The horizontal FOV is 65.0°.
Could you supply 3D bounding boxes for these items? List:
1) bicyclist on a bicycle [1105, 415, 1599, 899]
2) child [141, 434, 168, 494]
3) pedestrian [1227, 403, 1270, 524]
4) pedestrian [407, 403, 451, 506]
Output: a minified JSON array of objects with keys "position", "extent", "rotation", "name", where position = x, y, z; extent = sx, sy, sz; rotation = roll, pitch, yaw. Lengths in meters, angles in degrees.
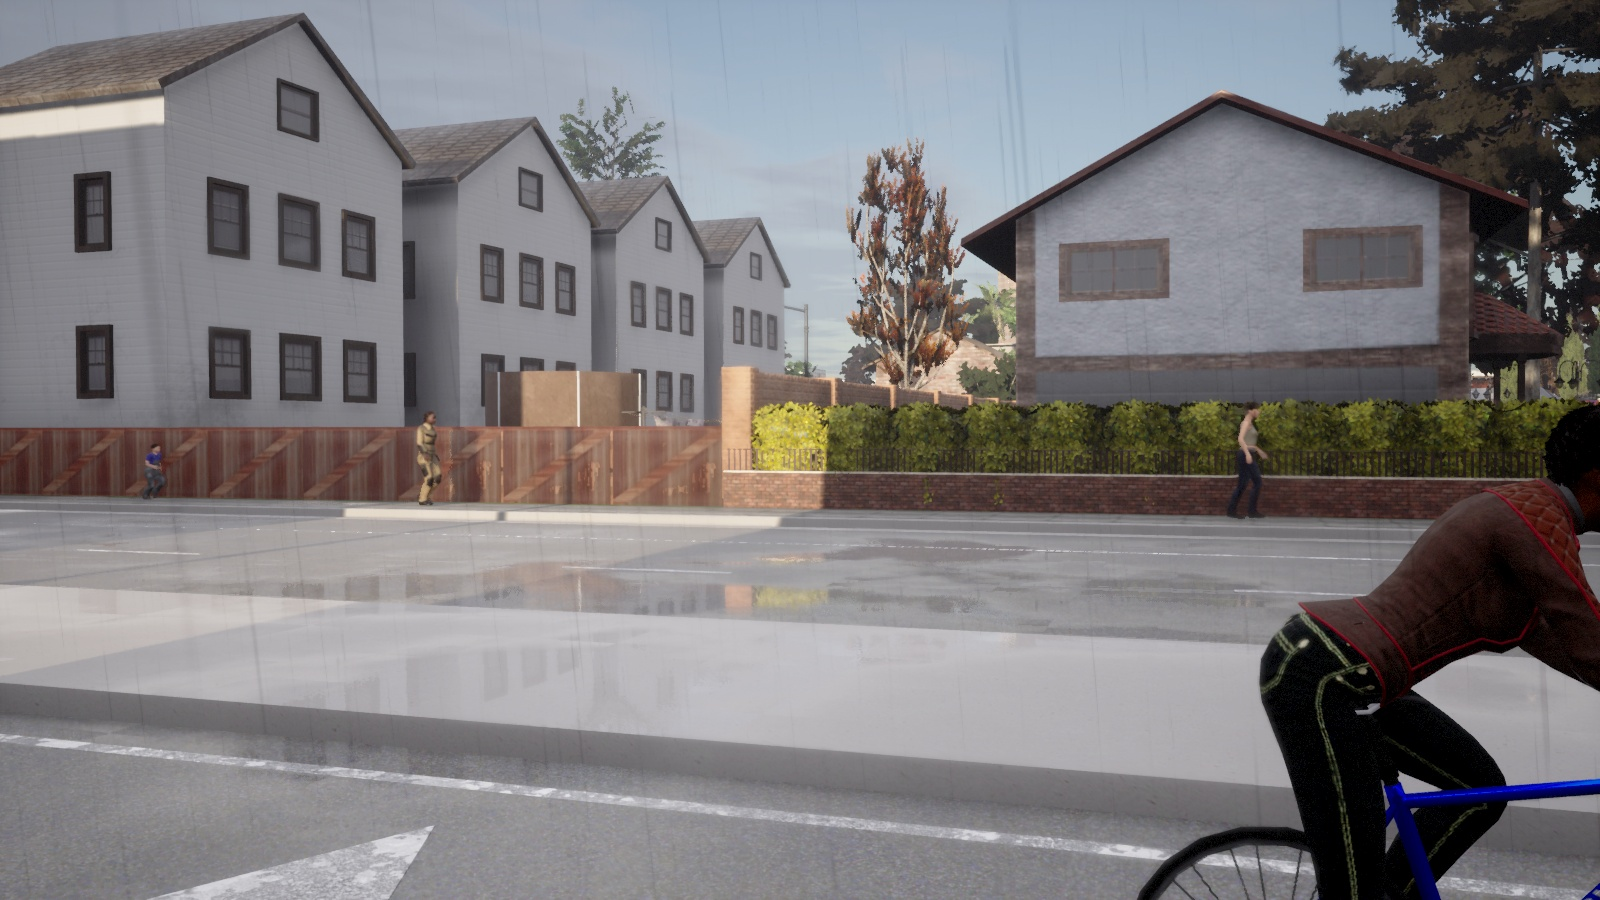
[{"position":[1.527,0.742,2.678],"extent":[1.656,1.620,0.582],"rotation":[1,1,19],"name":"bicyclist on a bicycle"},{"position":[-13.530,0.290,26.312],"extent":[0.437,1.263,0.270],"rotation":[1,1,19],"name":"child"},{"position":[6.914,0.197,19.370],"extent":[0.594,1.836,0.345],"rotation":[1,1,20],"name":"pedestrian"},{"position":[-6.999,0.076,23.675],"extent":[0.692,1.930,0.396],"rotation":[1,1,21],"name":"pedestrian"}]
